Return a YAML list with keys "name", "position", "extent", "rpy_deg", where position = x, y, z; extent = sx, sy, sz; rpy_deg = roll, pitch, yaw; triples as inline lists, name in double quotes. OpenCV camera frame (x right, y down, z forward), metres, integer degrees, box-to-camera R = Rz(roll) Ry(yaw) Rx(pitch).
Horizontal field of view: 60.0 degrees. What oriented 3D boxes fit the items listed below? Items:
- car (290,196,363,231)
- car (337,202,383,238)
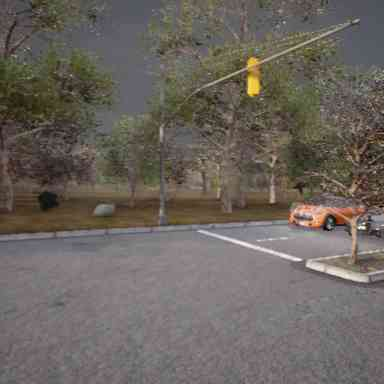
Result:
- name: "car"
  position: [7.460, 0.988, 17.797]
  extent: [4.553, 1.767, 2.097]
  rpy_deg: [0, 3, -30]
- name: "car"
  position: [9.015, 1.355, 15.247]
  extent: [4.181, 1.385, 1.994]
  rpy_deg: [0, 3, -30]
